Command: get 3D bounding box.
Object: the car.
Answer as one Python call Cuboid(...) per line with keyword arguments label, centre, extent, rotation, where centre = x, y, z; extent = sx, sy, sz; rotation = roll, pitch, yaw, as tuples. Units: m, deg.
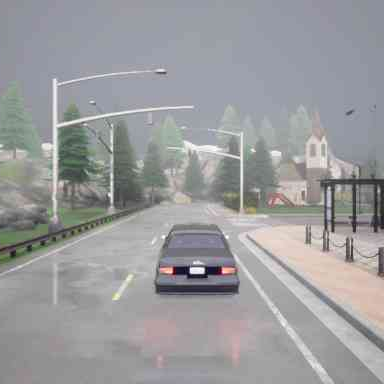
Cuboid(label="car", centre=(0.096, 1.547, 8.855), extent=(2.033, 1.411, 5.357), rotation=(0, 0, 0))
